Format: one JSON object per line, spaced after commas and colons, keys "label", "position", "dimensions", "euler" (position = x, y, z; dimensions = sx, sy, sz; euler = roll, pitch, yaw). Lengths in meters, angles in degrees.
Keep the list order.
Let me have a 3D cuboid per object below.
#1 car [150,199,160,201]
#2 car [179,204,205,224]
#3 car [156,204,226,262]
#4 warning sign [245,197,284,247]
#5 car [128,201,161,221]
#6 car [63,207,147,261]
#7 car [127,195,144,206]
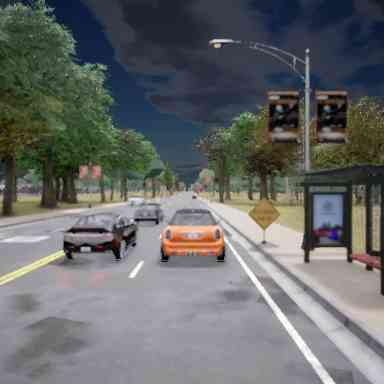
{"label": "car", "position": [-6.542, 1.854, 58.092], "dimensions": [1.895, 1.301, 4.718], "euler": [0, 0, 1]}
{"label": "car", "position": [0.044, 1.703, 26.992], "dimensions": [1.895, 1.301, 4.718], "euler": [0, 0, 1]}
{"label": "car", "position": [0.049, 1.396, 12.510], "dimensions": [2.097, 1.767, 4.553], "euler": [0, 0, 0]}
{"label": "warning sign", "position": [2.858, 1.162, 13.176], "dimensions": [1.300, 1.860, 1.060], "euler": [0, 0, 0]}
{"label": "car", "position": [-3.224, 1.644, 25.447], "dimensions": [2.033, 1.411, 5.357], "euler": [0, 0, 1]}
{"label": "car", "position": [-3.201, 1.536, 12.506], "dimensions": [2.128, 1.511, 4.902], "euler": [0, 0, 0]}
{"label": "car", "position": [-9.790, 1.474, 58.065], "dimensions": [2.150, 2.045, 5.566], "euler": [0, 0, 1]}
